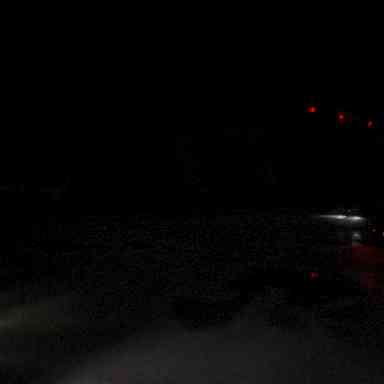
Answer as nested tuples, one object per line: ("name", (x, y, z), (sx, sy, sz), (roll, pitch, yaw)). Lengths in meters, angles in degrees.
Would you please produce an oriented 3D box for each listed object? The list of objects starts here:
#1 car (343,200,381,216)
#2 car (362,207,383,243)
("car", (17.097, 1.576, 33.347), (4.892, 1.490, 1.837), (0, 0, -35))
("car", (9.945, 1.562, 15.143), (4.674, 1.442, 1.812), (0, 0, -36))
